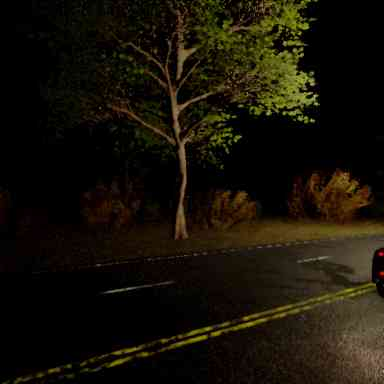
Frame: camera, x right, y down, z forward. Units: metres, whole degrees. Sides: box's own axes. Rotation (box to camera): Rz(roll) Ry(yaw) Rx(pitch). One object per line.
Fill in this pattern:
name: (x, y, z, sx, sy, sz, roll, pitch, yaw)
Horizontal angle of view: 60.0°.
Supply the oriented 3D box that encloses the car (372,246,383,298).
car: (5.915, 1.610, 7.417, 4.892, 1.490, 1.837, 6, -3, -35)
